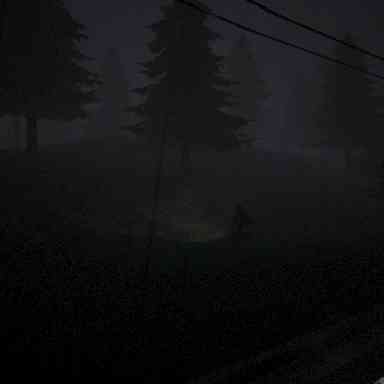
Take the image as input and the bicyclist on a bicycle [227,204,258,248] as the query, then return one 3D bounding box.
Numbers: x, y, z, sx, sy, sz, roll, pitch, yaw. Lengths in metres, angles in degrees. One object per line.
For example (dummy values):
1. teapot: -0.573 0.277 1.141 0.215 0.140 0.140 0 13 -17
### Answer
1. bicyclist on a bicycle: 1.893 1.303 12.730 0.582 1.620 1.656 0 -2 -35
